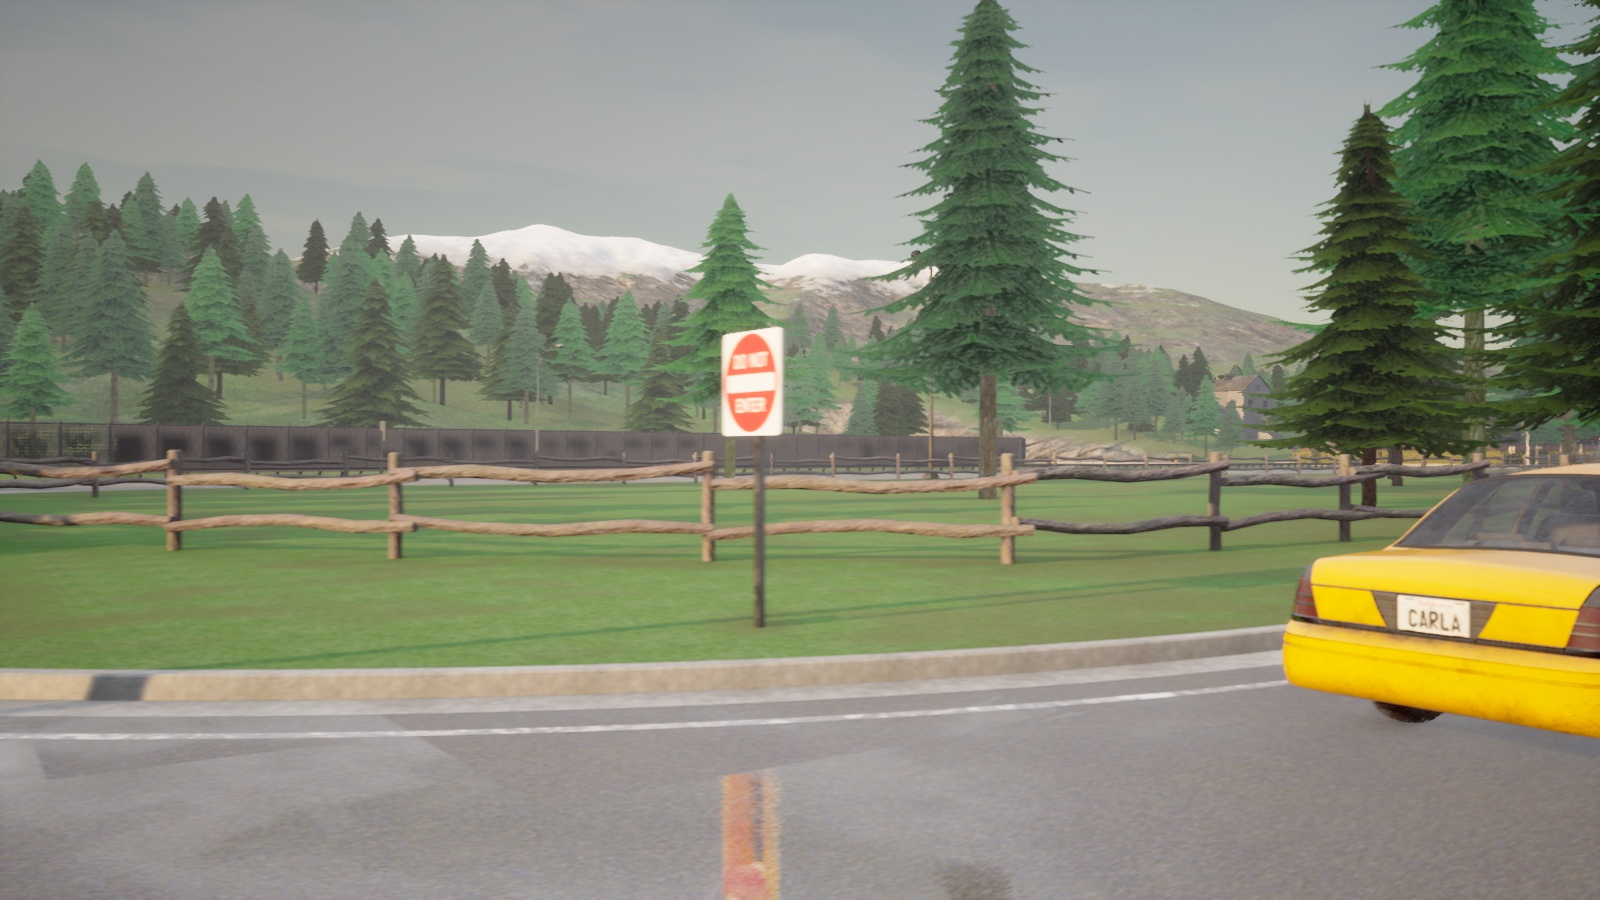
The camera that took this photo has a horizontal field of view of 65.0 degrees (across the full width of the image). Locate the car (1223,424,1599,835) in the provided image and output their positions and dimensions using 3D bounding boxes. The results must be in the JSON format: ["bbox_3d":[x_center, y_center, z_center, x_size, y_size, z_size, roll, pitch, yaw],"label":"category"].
[{"bbox_3d":[4.814,0.691,7.010,5.366,1.575,1.801,0,0,-35],"label":"car"}]
